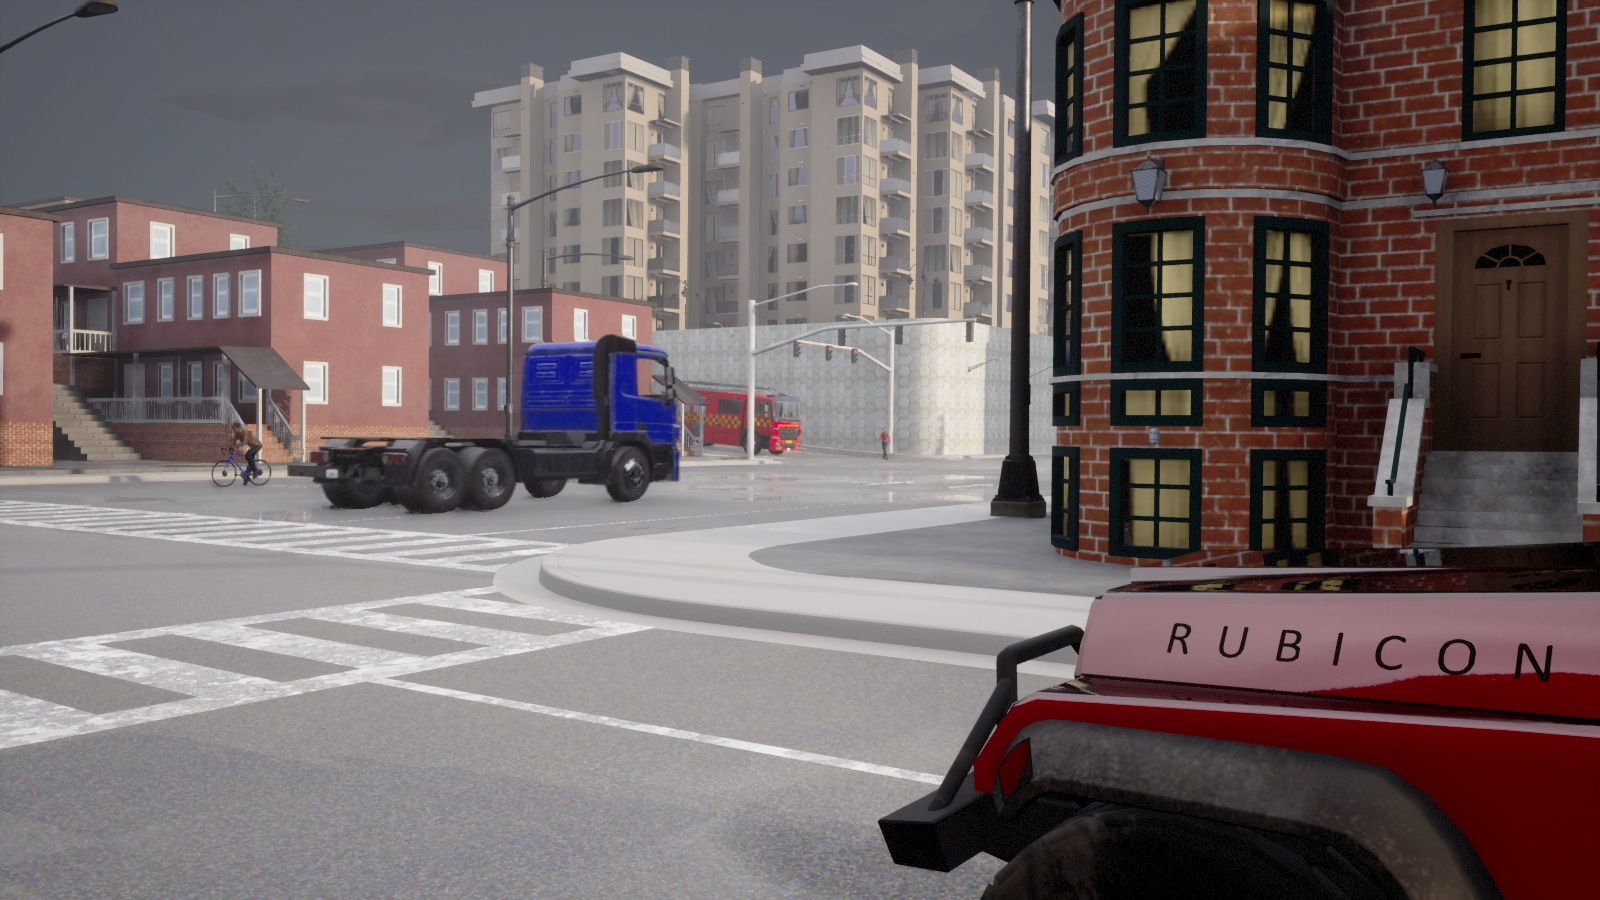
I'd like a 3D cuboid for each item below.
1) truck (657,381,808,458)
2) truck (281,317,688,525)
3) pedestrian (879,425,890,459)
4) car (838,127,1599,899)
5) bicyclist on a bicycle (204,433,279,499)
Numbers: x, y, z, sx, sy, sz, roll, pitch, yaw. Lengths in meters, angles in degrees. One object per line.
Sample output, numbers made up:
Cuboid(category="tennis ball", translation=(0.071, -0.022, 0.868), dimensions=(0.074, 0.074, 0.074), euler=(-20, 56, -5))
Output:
Cuboid(category="truck", translation=(-4.007, -1.806, 72.816), dimensions=(8.468, 3.827, 2.891), euler=(6, 4, 33))
Cuboid(category="truck", translation=(-5.879, -0.539, 25.011), dimensions=(2.891, 3.462, 7.936), euler=(0, 1, 34))
Cuboid(category="pedestrian", translation=(4.616, -0.458, 68.450), dimensions=(0.331, 1.846, 0.636), euler=(0, 1, 27))
Cuboid(category="car", translation=(2.219, 0.478, 2.153), dimensions=(3.866, 1.878, 1.905), euler=(0, 1, 33))
Cuboid(category="bicyclist on a bicycle", translation=(-14.082, 0.379, 31.706), dimensions=(0.582, 1.620, 1.656), euler=(0, 1, 33))
